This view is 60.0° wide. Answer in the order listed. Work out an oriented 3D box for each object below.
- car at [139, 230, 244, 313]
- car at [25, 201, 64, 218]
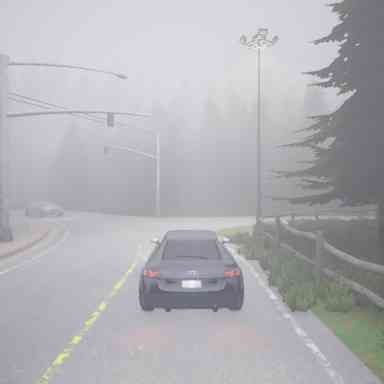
[{"bbox_3d":[-0.029,1.564,7.775,1.994,1.385,4.181,0,0,-1],"label":"car"},{"bbox_3d":[-13.401,1.525,30.032,4.674,1.442,1.812,0,0,40],"label":"car"}]
